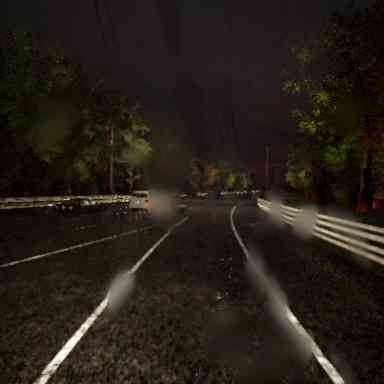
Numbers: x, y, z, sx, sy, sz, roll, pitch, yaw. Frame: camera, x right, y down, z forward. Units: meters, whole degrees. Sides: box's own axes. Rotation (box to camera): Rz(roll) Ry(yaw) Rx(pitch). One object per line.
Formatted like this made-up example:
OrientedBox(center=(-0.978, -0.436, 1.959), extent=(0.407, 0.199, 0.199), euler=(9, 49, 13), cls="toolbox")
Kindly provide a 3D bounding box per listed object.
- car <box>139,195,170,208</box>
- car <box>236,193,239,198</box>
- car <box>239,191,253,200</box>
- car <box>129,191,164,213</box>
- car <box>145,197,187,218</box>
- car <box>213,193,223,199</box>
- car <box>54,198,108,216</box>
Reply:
OrientedBox(center=(-4.770, 1.159, 43.404), extent=(2.033, 1.411, 5.357), euler=(1, 1, 16), cls="car")
OrientedBox(center=(13.693, 0.964, 94.622), extent=(1.895, 1.301, 4.718), euler=(1, 1, 16), cls="car")
OrientedBox(center=(13.219, 0.990, 80.387), extent=(1.882, 1.535, 5.008), euler=(1, 1, 16), cls="car")
OrientedBox(center=(-4.168, 0.945, 32.857), extent=(2.150, 2.045, 5.566), euler=(1, 1, 16), cls="car")
OrientedBox(center=(-1.934, 1.398, 28.026), extent=(1.895, 1.301, 4.718), euler=(1, 0, 16), cls="car")
OrientedBox(center=(6.431, 0.919, 82.109), extent=(1.812, 1.442, 4.674), euler=(1, 1, 16), cls="car")
OrientedBox(center=(-9.215, 1.232, 28.034), extent=(2.033, 1.411, 5.357), euler=(1, 1, 16), cls="car")
